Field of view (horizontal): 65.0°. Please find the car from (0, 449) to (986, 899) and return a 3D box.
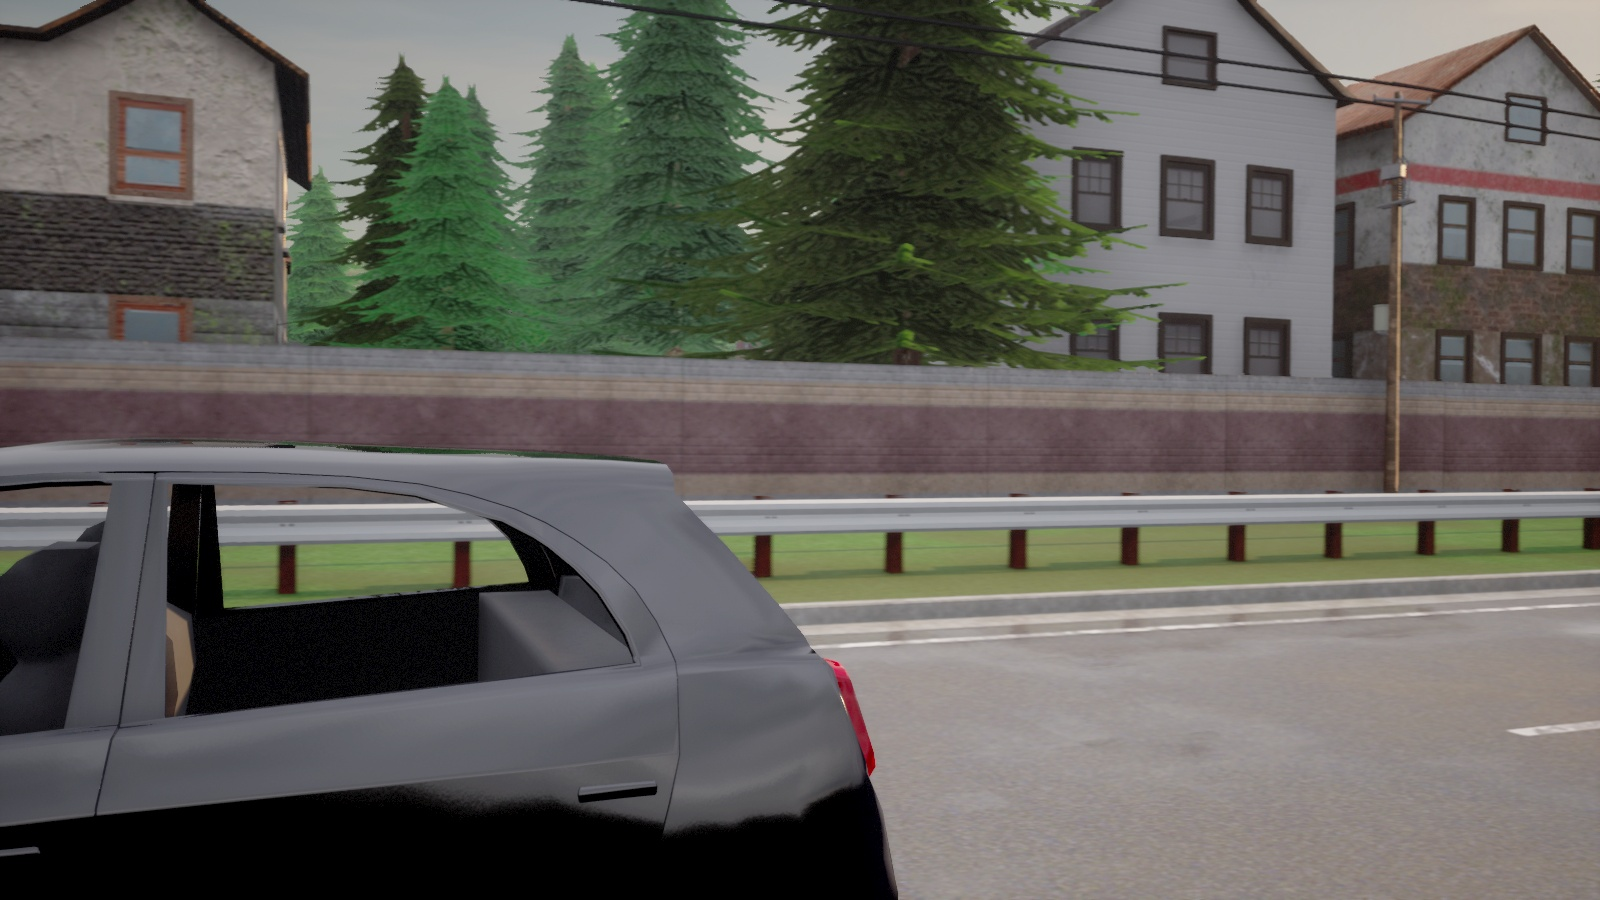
[{"bbox_3d":[-1.674,0.788,2.604,3.633,1.501,1.845,-1,1,-21],"label":"car"}]
